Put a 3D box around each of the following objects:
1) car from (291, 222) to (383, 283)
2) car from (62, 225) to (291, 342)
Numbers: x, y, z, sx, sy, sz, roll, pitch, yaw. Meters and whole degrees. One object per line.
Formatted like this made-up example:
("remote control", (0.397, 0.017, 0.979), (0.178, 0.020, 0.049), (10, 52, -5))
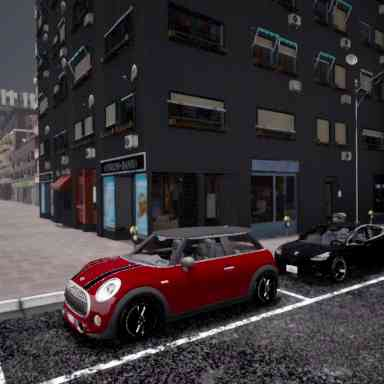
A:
("car", (4.278, 1.564, 9.632), (4.313, 1.339, 1.947), (0, -1, -36))
("car", (-0.280, 1.439, 6.377), (4.097, 1.590, 1.967), (0, -1, -36))
